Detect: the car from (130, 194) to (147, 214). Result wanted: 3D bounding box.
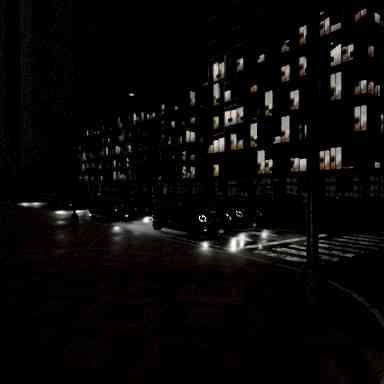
[{"bbox_3d":[-4.450,1.112,27.273,2.033,1.411,5.357,0,1,-38],"label":"car"}]

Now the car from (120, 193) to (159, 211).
[{"bbox_3d":[-5.471,0.956,34.137,1.837,1.490,4.892,0,2,-38],"label":"car"}]

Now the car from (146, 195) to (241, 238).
[{"bbox_3d":[-0.075,1.124,16.497,2.097,1.767,4.553,0,1,-38],"label":"car"}]

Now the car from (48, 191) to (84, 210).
[{"bbox_3d":[-12.578,0.908,32.348,1.837,1.490,4.892,0,1,-38],"label":"car"}]

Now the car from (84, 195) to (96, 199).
[{"bbox_3d":[-10.932,0.973,35.512,1.895,1.301,4.718,0,1,-38],"label":"car"}]

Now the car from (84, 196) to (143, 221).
[{"bbox_3d":[-5.653,1.208,23.555,1.895,1.301,4.718,0,1,-38],"label":"car"}]

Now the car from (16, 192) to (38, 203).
[{"bbox_3d":[-22.195,0.700,44.729,1.994,1.385,4.181,0,1,-38],"label":"car"}]

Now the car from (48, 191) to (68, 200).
[{"bbox_3d":[-22.574,0.541,55.894,1.895,1.301,4.718,0,1,-38],"label":"car"}]

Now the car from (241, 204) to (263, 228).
[{"bbox_3d":[1.911,1.104,19.227,2.097,1.767,4.553,0,1,-38],"label":"car"}]
